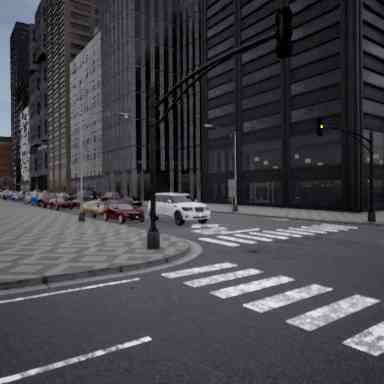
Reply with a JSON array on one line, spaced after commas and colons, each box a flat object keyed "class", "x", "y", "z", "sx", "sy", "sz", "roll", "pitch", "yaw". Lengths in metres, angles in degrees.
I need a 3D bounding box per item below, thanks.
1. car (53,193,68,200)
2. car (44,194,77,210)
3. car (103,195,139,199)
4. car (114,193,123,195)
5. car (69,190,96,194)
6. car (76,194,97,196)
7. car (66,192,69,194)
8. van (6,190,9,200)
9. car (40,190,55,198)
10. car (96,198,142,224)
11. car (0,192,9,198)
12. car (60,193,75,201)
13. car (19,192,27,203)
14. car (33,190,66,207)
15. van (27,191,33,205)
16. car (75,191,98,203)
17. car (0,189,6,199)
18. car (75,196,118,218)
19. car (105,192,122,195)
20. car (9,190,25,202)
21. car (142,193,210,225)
[{"class": "car", "x": -27.807, "y": 0.848, "z": 69.997, "sx": 1.887, "sy": 1.381, "sz": 4.507, "roll": 0, "pitch": 1, "yaw": -36}, {"class": "car", "x": -14.896, "y": 1.272, "z": 37.676, "sx": 1.887, "sy": 1.381, "sz": 4.507, "roll": 0, "pitch": 1, "yaw": -36}, {"class": "car", "x": -7.089, "y": 1.325, "z": 31.601, "sx": 2.033, "sy": 1.411, "sz": 5.357, "roll": -1, "pitch": 1, "yaw": -35}, {"class": "car", "x": -7.993, "y": 1.195, "z": 42.680, "sx": 1.947, "sy": 1.339, "sz": 4.313, "roll": 0, "pitch": 1, "yaw": -36}, {"class": "car", "x": -15.725, "y": 0.795, "z": 48.847, "sx": 2.150, "sy": 2.045, "sz": 5.566, "roll": -1, "pitch": 1, "yaw": -38}, {"class": "car", "x": -12.980, "y": 1.255, "z": 39.748, "sx": 1.994, "sy": 1.385, "sz": 4.181, "roll": -1, "pitch": 1, "yaw": -35}, {"class": "car", "x": -21.905, "y": 0.825, "z": 57.300, "sx": 2.097, "sy": 1.767, "sz": 4.553, "roll": -1, "pitch": 1, "yaw": -36}, {"class": "van", "x": -34.709, "y": 0.743, "z": 64.993, "sx": 1.690, "sy": 1.788, "sz": 3.998, "roll": 0, "pitch": 1, "yaw": -36}, {"class": "car", "x": -34.411, "y": 0.503, "z": 79.100, "sx": 2.192, "sy": 1.841, "sz": 5.009, "roll": 0, "pitch": 1, "yaw": -36}, {"class": "car", "x": -4.988, "y": 1.414, "z": 24.017, "sx": 1.887, "sy": 1.381, "sz": 4.507, "roll": 0, "pitch": 1, "yaw": -36}, {"class": "car", "x": -44.618, "y": 0.772, "z": 78.653, "sx": 1.887, "sy": 1.381, "sz": 4.507, "roll": 0, "pitch": 1, "yaw": -36}, {"class": "car", "x": -24.505, "y": 0.943, "z": 65.445, "sx": 1.802, "sy": 1.307, "sz": 4.206, "roll": 0, "pitch": 1, "yaw": -36}, {"class": "car", "x": -24.804, "y": 1.122, "z": 51.336, "sx": 2.008, "sy": 1.369, "sz": 4.403, "roll": 0, "pitch": 1, "yaw": -36}, {"class": "car", "x": -18.197, "y": 0.992, "z": 42.228, "sx": 2.192, "sy": 1.841, "sz": 5.009, "roll": 0, "pitch": 1, "yaw": -36}, {"class": "van", "x": -21.500, "y": 0.966, "z": 46.781, "sx": 1.690, "sy": 1.788, "sz": 3.998, "roll": 0, "pitch": 1, "yaw": -36}, {"class": "car", "x": -17.899, "y": 0.788, "z": 56.336, "sx": 2.192, "sy": 1.841, "sz": 5.009, "roll": 0, "pitch": 1, "yaw": -36}, {"class": "car", "x": -38.012, "y": 0.659, "z": 69.545, "sx": 2.192, "sy": 1.841, "sz": 5.009, "roll": 0, "pitch": 1, "yaw": -36}, {"class": "car", "x": -8.191, "y": 1.350, "z": 28.432, "sx": 1.752, "sy": 1.417, "sz": 4.829, "roll": 0, "pitch": 1, "yaw": -36}, {"class": "car", "x": -11.295, "y": 0.894, "z": 47.231, "sx": 2.192, "sy": 1.841, "sz": 5.009, "roll": 0, "pitch": 1, "yaw": -36}, {"class": "car", "x": -31.408, "y": 0.899, "z": 60.441, "sx": 1.967, "sy": 1.590, "sz": 4.097, "roll": 0, "pitch": 1, "yaw": -36}, {"class": "car", "x": -1.078, "y": 1.083, "z": 23.303, "sx": 2.150, "sy": 2.045, "sz": 5.566, "roll": -1, "pitch": 1, "yaw": -36}]
